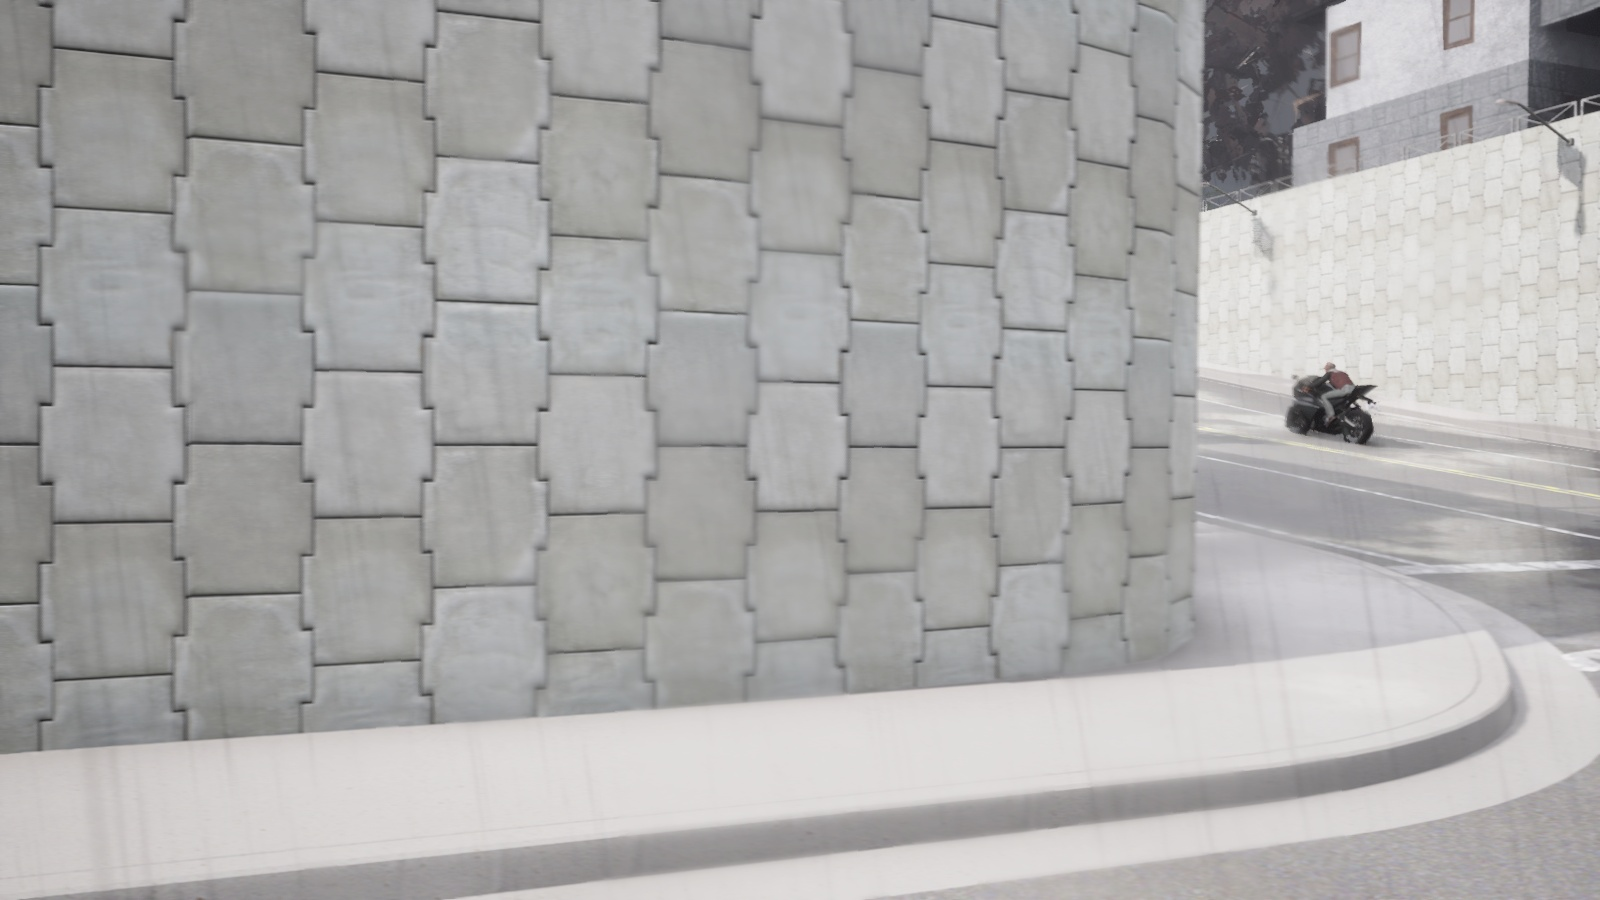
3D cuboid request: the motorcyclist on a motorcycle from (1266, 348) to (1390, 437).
[{"bbox_3d":[10.185,-1.144,24.344,0.866,1.530,2.191,-1,7,-19],"label":"motorcyclist on a motorcycle"}]
